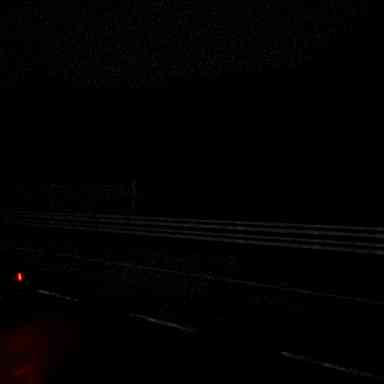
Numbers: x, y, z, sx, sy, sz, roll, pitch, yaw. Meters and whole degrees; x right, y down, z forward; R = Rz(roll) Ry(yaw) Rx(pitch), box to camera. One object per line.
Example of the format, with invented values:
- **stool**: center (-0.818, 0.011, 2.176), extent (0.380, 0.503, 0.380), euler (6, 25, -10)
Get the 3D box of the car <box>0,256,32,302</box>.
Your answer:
- **car**: center (-5.696, 1.719, 7.265), extent (4.718, 1.301, 1.895), euler (0, -1, 32)
